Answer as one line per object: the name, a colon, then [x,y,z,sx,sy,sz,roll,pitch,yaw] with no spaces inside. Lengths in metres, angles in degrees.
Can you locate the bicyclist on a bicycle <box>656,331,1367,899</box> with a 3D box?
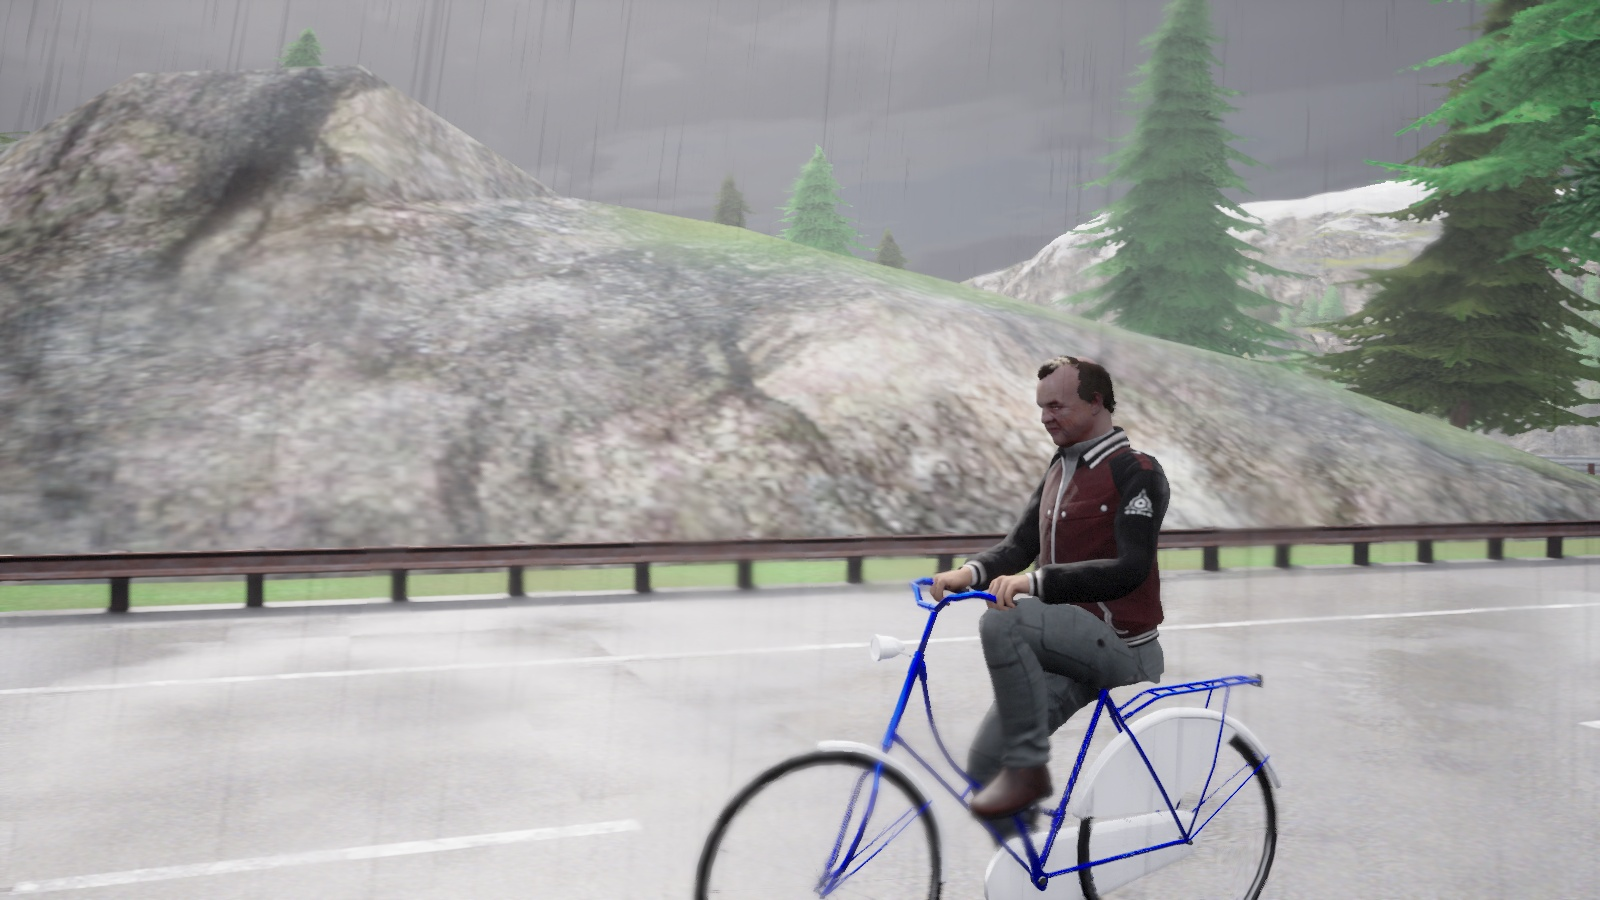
bicyclist on a bicycle: [0.593,0.606,3.463,1.843,1.776,0.659,-1,1,-21]
